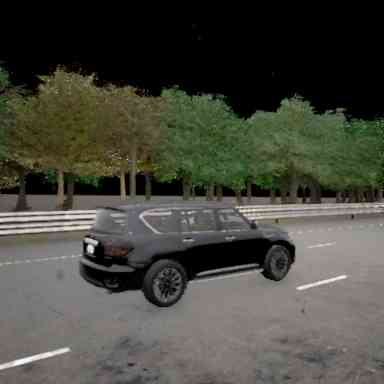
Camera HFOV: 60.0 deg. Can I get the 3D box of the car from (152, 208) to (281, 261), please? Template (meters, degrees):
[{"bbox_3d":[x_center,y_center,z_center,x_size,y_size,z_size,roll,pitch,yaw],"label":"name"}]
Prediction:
[{"bbox_3d":[1.083,1.503,13.126,5.008,1.535,1.882,0,0,-35],"label":"car"}]

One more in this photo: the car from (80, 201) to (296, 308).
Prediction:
[{"bbox_3d":[0.162,1.234,8.189,5.566,2.045,2.150,0,0,-36],"label":"car"}]
